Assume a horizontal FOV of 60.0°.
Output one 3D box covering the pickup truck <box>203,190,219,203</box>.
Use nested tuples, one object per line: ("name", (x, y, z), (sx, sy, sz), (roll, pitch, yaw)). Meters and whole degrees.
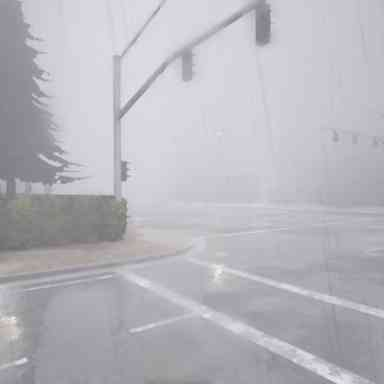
("pickup truck", (3.566, 0.780, 59.847), (2.390, 2.098, 6.274), (0, 0, -6))

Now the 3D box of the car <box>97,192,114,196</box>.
("car", (-11.652, 1.091, 46.427), (2.150, 2.045, 5.566), (-1, 0, -36))

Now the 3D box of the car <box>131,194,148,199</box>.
("car", (-14.599, 1.280, 93.747), (4.718, 1.301, 1.895), (-1, 0, -36))
